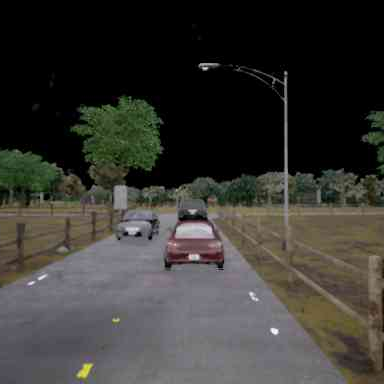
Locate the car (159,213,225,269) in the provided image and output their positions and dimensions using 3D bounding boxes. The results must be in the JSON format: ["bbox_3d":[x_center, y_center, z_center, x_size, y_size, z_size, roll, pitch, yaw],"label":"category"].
[{"bbox_3d":[0.078,1.657,11.512,1.812,1.442,4.674,0,-1,0],"label":"car"}]

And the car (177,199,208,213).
[{"bbox_3d":[0.068,1.567,25.357,2.150,2.045,5.566,0,-1,0],"label":"car"}]

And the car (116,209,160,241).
[{"bbox_3d":[-2.834,1.720,18.236,2.128,1.511,4.902,0,-1,0],"label":"car"}]
